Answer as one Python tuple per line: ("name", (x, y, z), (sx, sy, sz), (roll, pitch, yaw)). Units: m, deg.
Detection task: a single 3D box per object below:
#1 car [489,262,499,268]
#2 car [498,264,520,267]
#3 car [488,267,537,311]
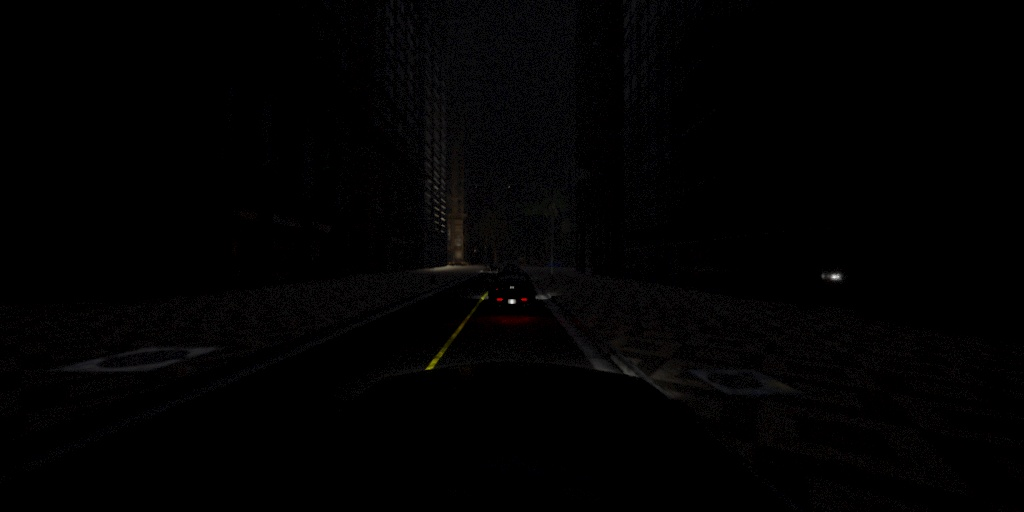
("car", (-3.051, 1.881, 63.293), (1.882, 1.535, 5.008), (0, -1, 1))
("car", (0.011, 1.549, 30.364), (1.837, 1.490, 4.892), (0, 0, 0))
("car", (0.014, 1.394, 15.347), (1.837, 1.490, 4.892), (0, 0, 0))
